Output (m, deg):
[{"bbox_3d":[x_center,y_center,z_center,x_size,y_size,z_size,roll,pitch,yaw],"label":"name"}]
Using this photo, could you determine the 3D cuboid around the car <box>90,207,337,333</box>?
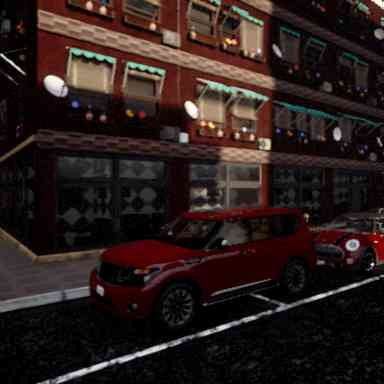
[{"bbox_3d":[0.540,1.286,6.943,5.009,1.841,2.192,0,1,-36],"label":"car"}]

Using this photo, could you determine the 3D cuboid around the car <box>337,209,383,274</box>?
[{"bbox_3d":[5.127,1.373,10.218,4.097,1.590,1.967,0,1,-36],"label":"car"}]
